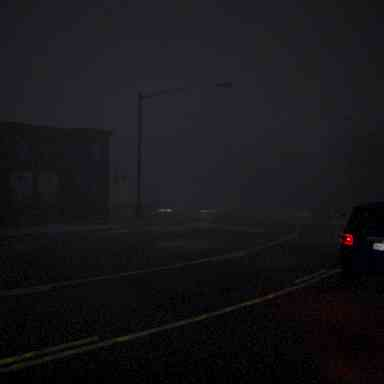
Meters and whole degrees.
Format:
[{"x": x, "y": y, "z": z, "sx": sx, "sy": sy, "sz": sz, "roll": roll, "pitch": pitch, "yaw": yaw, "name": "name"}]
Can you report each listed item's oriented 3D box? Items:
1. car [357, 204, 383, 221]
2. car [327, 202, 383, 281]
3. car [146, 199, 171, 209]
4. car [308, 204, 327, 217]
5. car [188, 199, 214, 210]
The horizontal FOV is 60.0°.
[{"x": 17.315, "y": 1.876, "z": 30.632, "sx": 1.895, "sy": 1.301, "sz": 4.718, "roll": 0, "pitch": 0, "yaw": 0, "name": "car"}, {"x": 5.942, "y": 1.309, "z": 9.225, "sx": 2.150, "sy": 2.045, "sz": 5.566, "roll": 1, "pitch": 0, "yaw": 43, "name": "car"}, {"x": -5.095, "y": 1.763, "z": 49.700, "sx": 2.033, "sy": 1.411, "sz": 5.357, "roll": 1, "pitch": 0, "yaw": -33, "name": "car"}, {"x": 13.686, "y": 1.867, "z": 33.909, "sx": 1.895, "sy": 1.301, "sz": 4.718, "roll": 0, "pitch": 0, "yaw": -5, "name": "car"}, {"x": 1.143, "y": 1.768, "z": 46.513, "sx": 1.812, "sy": 1.442, "sz": 4.674, "roll": 1, "pitch": 0, "yaw": -32, "name": "car"}]
